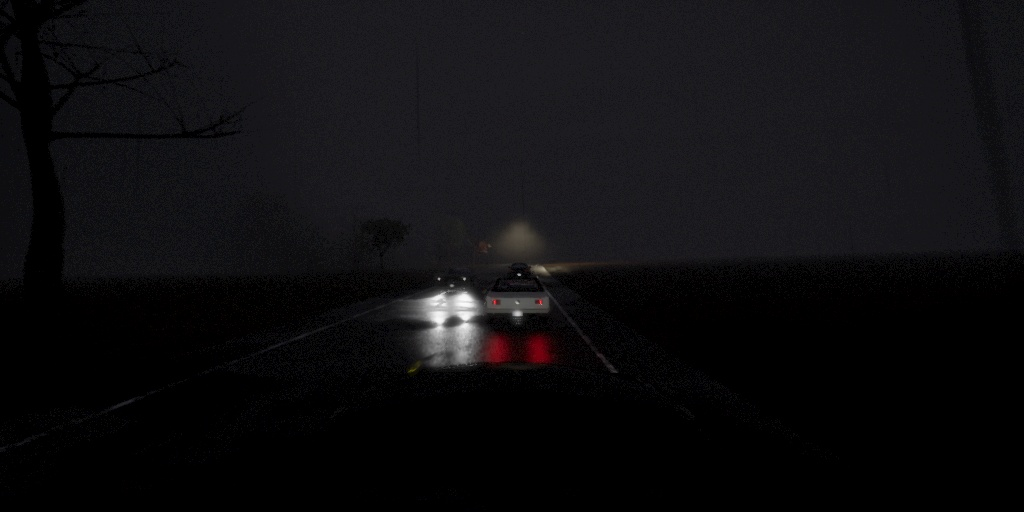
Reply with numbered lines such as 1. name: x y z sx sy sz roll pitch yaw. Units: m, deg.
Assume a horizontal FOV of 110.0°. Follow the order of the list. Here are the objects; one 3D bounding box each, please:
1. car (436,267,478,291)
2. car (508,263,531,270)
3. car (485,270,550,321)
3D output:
1. car: -3.301 1.350 22.175 1.895 1.301 4.718 0 0 2
2. car: 0.636 1.276 30.080 1.812 1.442 4.674 0 0 2
3. car: 0.195 1.352 12.422 1.895 1.301 4.718 0 0 1
